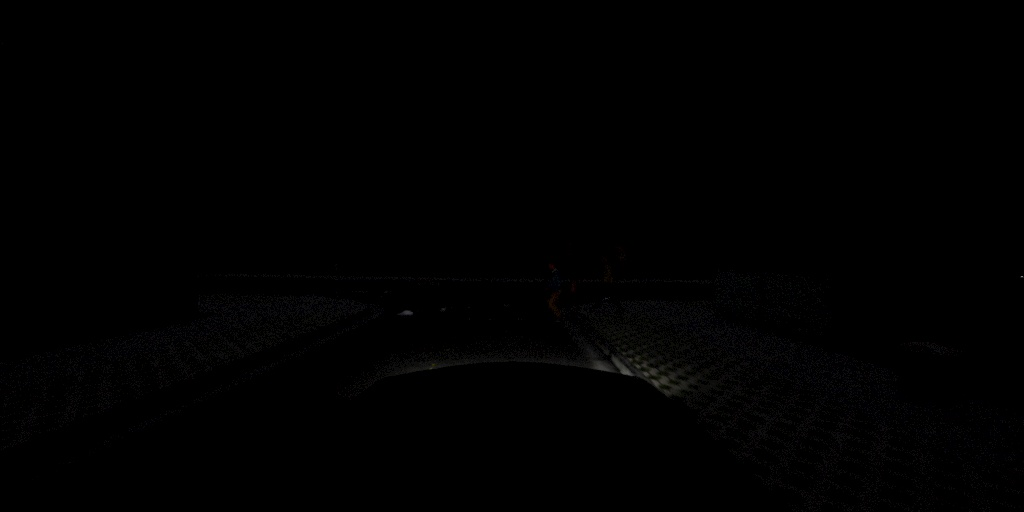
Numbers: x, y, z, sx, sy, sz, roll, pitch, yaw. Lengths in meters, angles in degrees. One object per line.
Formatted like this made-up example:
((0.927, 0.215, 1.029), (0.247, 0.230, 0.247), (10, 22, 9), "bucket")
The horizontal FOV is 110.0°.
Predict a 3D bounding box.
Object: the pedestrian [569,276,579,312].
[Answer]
((1.965, 0.796, 11.347), (0.375, 1.860, 0.375), (-1, 2, 0), "pedestrian")

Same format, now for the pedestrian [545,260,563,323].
((1.227, 0.962, 10.153), (0.375, 1.860, 0.375), (-1, 2, 0), "pedestrian")

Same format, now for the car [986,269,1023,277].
((29.458, 0.989, 19.849), (4.892, 1.490, 1.837), (-1, 2, 0), "car")

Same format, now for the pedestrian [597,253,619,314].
((2.870, 0.804, 10.747), (0.375, 1.860, 0.375), (-1, 2, 0), "pedestrian")
